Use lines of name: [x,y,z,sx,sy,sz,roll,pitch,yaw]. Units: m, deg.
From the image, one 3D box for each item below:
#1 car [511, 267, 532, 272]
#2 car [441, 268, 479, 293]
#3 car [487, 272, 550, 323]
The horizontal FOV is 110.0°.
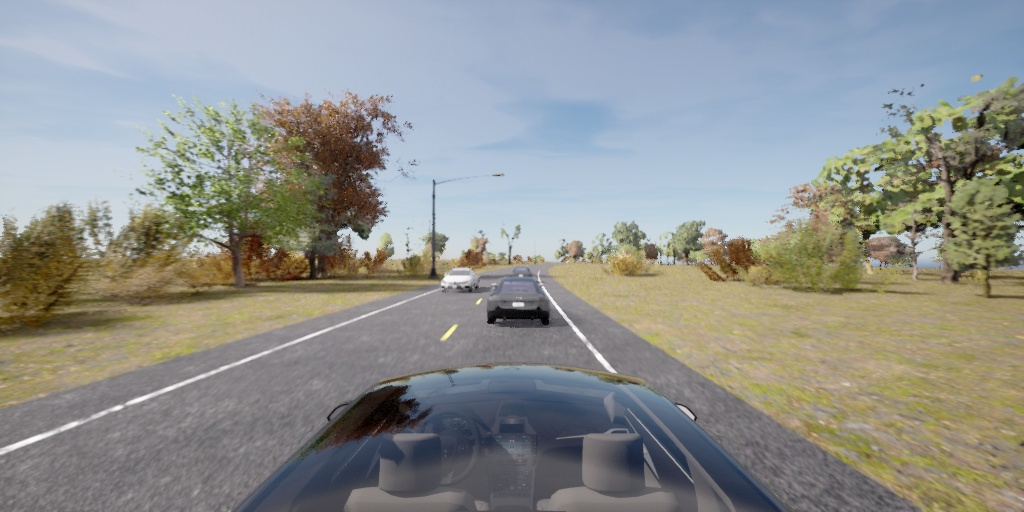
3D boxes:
car: [0.840,1.613,31.335,1.994,1.385,4.181,0,0,3]
car: [-3.209,1.486,22.821,1.812,1.442,4.674,0,-1,2]
car: [0.222,1.425,12.626,1.994,1.385,4.181,0,-1,1]
